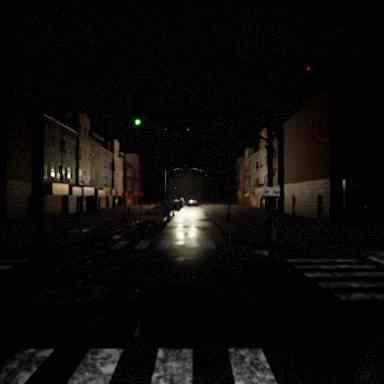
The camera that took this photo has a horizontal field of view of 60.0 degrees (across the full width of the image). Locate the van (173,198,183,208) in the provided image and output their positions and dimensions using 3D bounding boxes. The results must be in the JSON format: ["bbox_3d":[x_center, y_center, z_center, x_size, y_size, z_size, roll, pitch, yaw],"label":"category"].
[{"bbox_3d":[-2.589,2.043,62.327,1.690,1.788,3.998,0,-1,0],"label":"van"}]

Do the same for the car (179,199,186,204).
[{"bbox_3d":[-2.570,2.630,90.350,1.947,1.339,4.313,0,-1,0],"label":"car"}]

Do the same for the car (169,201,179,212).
[{"bbox_3d":[-2.610,1.945,34.299,1.802,1.307,4.206,0,-1,0],"label":"car"}]

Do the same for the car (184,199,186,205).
[{"bbox_3d":[-2.593,1.947,56.723,2.192,1.841,5.009,0,-1,0],"label":"car"}]

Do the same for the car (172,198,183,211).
[{"bbox_3d":[-2.602,1.936,45.511,1.967,1.590,4.097,0,-1,0],"label":"car"}]

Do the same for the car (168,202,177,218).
[{"bbox_3d":[-2.614,1.845,28.695,1.887,1.381,4.507,0,-1,0],"label":"car"}]

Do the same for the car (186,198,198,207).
[{"bbox_3d":[0.148,2.356,66.526,1.895,1.301,4.718,0,-1,0],"label":"car"}]

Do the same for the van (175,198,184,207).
[{"bbox_3d":[-2.585,2.114,67.932,1.690,1.788,3.998,0,-1,0],"label":"van"}]

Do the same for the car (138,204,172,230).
[{"bbox_3d":[-2.618,1.762,22.920,1.752,1.417,4.829,0,-1,0],"label":"car"}]
